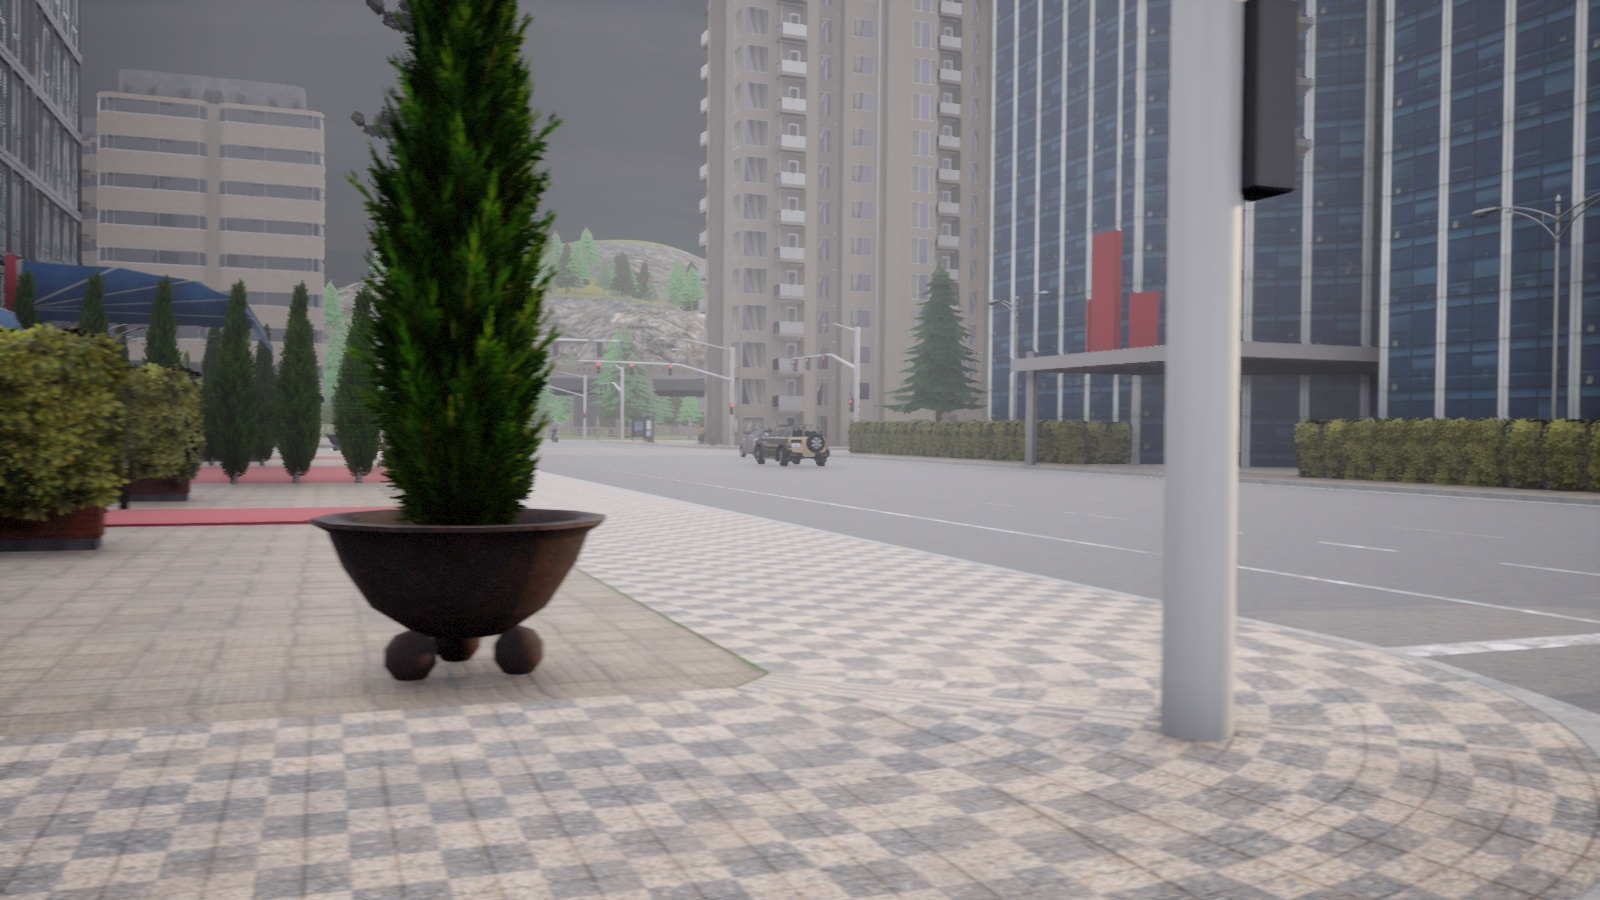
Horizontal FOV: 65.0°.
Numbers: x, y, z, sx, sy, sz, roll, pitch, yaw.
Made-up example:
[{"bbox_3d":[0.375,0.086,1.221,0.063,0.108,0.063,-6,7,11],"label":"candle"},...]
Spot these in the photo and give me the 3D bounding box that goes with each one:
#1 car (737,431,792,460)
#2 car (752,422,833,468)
[{"bbox_3d":[-1.931,-0.258,67.018,1.845,1.501,3.633,-1,1,-21],"label":"car"},{"bbox_3d":[-0.379,-0.249,53.310,1.932,1.855,4.605,-1,1,-21],"label":"car"}]
